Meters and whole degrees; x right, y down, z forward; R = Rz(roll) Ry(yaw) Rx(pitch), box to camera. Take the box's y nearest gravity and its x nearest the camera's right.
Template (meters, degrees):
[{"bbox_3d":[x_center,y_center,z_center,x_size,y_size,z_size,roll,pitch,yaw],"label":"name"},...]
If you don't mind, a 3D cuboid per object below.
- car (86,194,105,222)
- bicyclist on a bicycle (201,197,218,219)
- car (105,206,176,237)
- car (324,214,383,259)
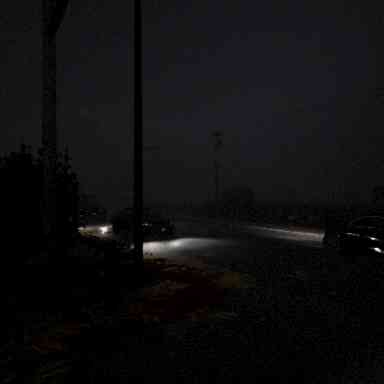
[{"bbox_3d":[-8.437,1.179,25.470,2.150,2.045,5.566,0,0,-36],"label":"car"},{"bbox_3d":[1.323,1.218,24.725,1.656,1.620,0.582,-1,0,-36],"label":"bicyclist on a bicycle"},{"bbox_3d":[-2.685,1.483,17.444,1.812,1.442,4.674,0,0,-36],"label":"car"},{"bbox_3d":[6.194,1.432,10.588,2.128,1.511,4.902,1,0,-12],"label":"car"}]
